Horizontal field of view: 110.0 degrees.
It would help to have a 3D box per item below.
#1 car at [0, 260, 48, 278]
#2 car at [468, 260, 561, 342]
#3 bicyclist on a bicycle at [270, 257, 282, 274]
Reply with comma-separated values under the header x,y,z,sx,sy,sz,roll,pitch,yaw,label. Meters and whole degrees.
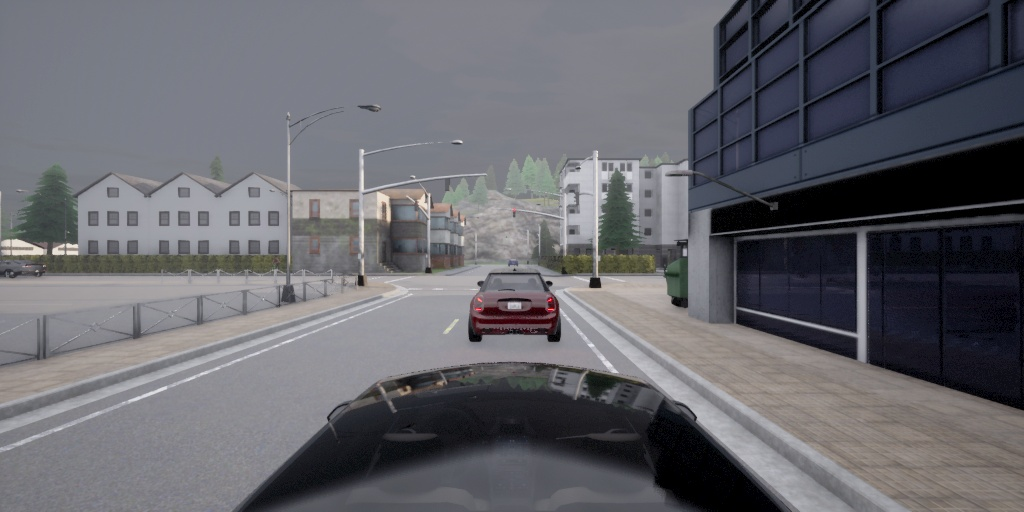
x,y,z,sx,sy,sz,roll,pitch,yaw,label
-42.115,1.065,30.001,4.902,1.511,2.128,0,0,0,car
0.081,1.102,9.928,2.097,1.767,4.553,0,0,1,car
-22.226,0.874,33.761,0.582,1.620,1.656,0,0,0,bicyclist on a bicycle
